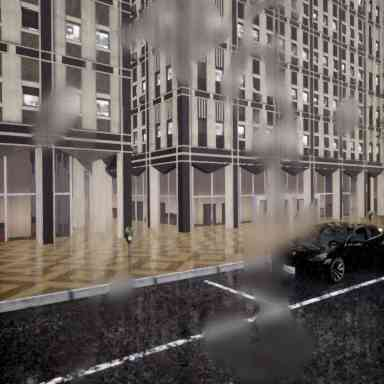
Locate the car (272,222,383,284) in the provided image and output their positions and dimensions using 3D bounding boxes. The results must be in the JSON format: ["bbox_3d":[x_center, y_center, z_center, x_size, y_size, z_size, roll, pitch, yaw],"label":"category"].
[{"bbox_3d":[4.206,1.564,9.570,4.313,1.339,1.947,0,-1,-36],"label":"car"}]
